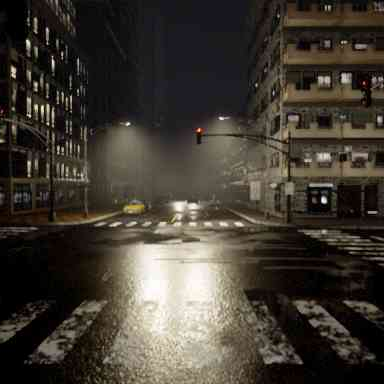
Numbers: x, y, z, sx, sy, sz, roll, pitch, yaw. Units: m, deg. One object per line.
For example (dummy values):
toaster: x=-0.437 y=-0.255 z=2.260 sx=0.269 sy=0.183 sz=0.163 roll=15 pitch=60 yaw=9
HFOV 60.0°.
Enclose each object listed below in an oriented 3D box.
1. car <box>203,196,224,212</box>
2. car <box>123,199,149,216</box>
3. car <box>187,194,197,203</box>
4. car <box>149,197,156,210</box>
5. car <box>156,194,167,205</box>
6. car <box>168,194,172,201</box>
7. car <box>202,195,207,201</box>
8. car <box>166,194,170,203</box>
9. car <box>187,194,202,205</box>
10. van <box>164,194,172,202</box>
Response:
car: x=2.705 y=1.518 z=38.699 sx=2.008 sy=1.369 sz=4.403 roll=-1 pitch=0 yaw=0
car: x=-5.679 y=1.497 z=32.881 sx=1.752 sy=1.417 sz=4.829 roll=-1 pitch=0 yaw=0
car: x=0.053 y=1.297 z=71.182 sx=2.097 sy=1.767 sz=4.553 roll=0 pitch=0 yaw=0
car: x=-5.674 y=1.533 z=38.705 sx=1.947 sy=1.339 sz=4.313 roll=-1 pitch=0 yaw=0
car: x=-5.661 y=1.499 z=55.668 sx=1.887 sy=1.381 sz=4.507 roll=-1 pitch=0 yaw=0
car: x=-5.653 y=1.490 z=66.978 sx=1.887 sy=1.381 sz=4.507 roll=-1 pitch=0 yaw=0
car: x=2.730 y=1.381 z=72.627 sx=1.967 sy=1.590 sz=4.097 roll=-1 pitch=0 yaw=0
car: x=-5.656 y=1.531 z=61.323 sx=1.802 sy=1.307 sz=4.206 roll=-1 pitch=0 yaw=0
car: x=0.143 y=1.442 z=59.201 sx=2.128 sy=1.511 sz=4.902 roll=0 pitch=0 yaw=0
van: x=-5.647 y=1.278 z=78.287 sx=1.690 sy=1.788 sz=3.998 roll=-1 pitch=0 yaw=0
